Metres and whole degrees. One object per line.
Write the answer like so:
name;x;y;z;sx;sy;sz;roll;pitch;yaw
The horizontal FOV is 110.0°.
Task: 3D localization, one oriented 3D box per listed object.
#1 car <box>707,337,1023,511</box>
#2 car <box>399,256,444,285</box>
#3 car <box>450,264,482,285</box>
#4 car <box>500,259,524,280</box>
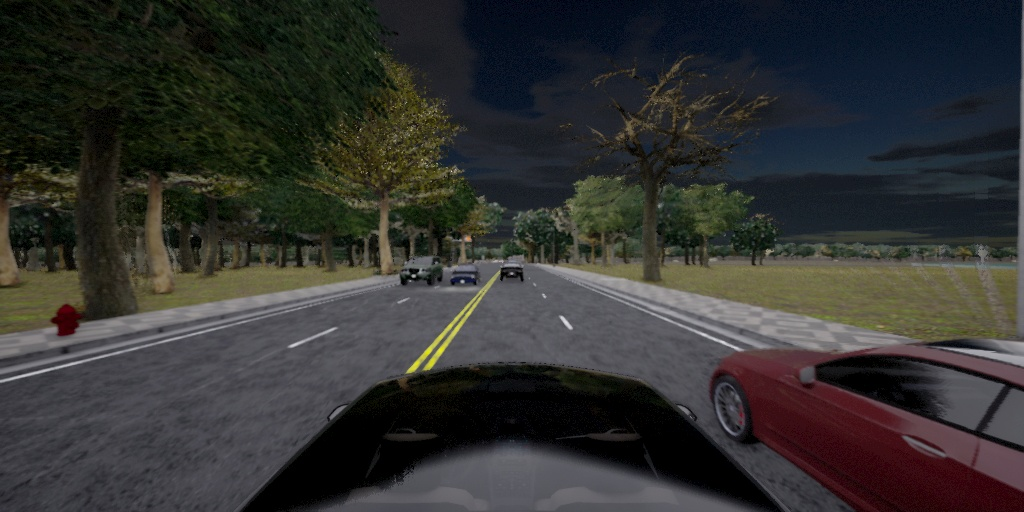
car;3.250;1.276;2.350;1.812;1.442;4.674;0;0;0
car;-6.515;0.988;26.501;2.150;2.045;5.566;0;0;0
car;-3.266;1.329;26.359;2.033;1.411;5.357;0;0;0
car;-0.019;1.273;31.430;1.882;1.535;5.008;0;0;0
